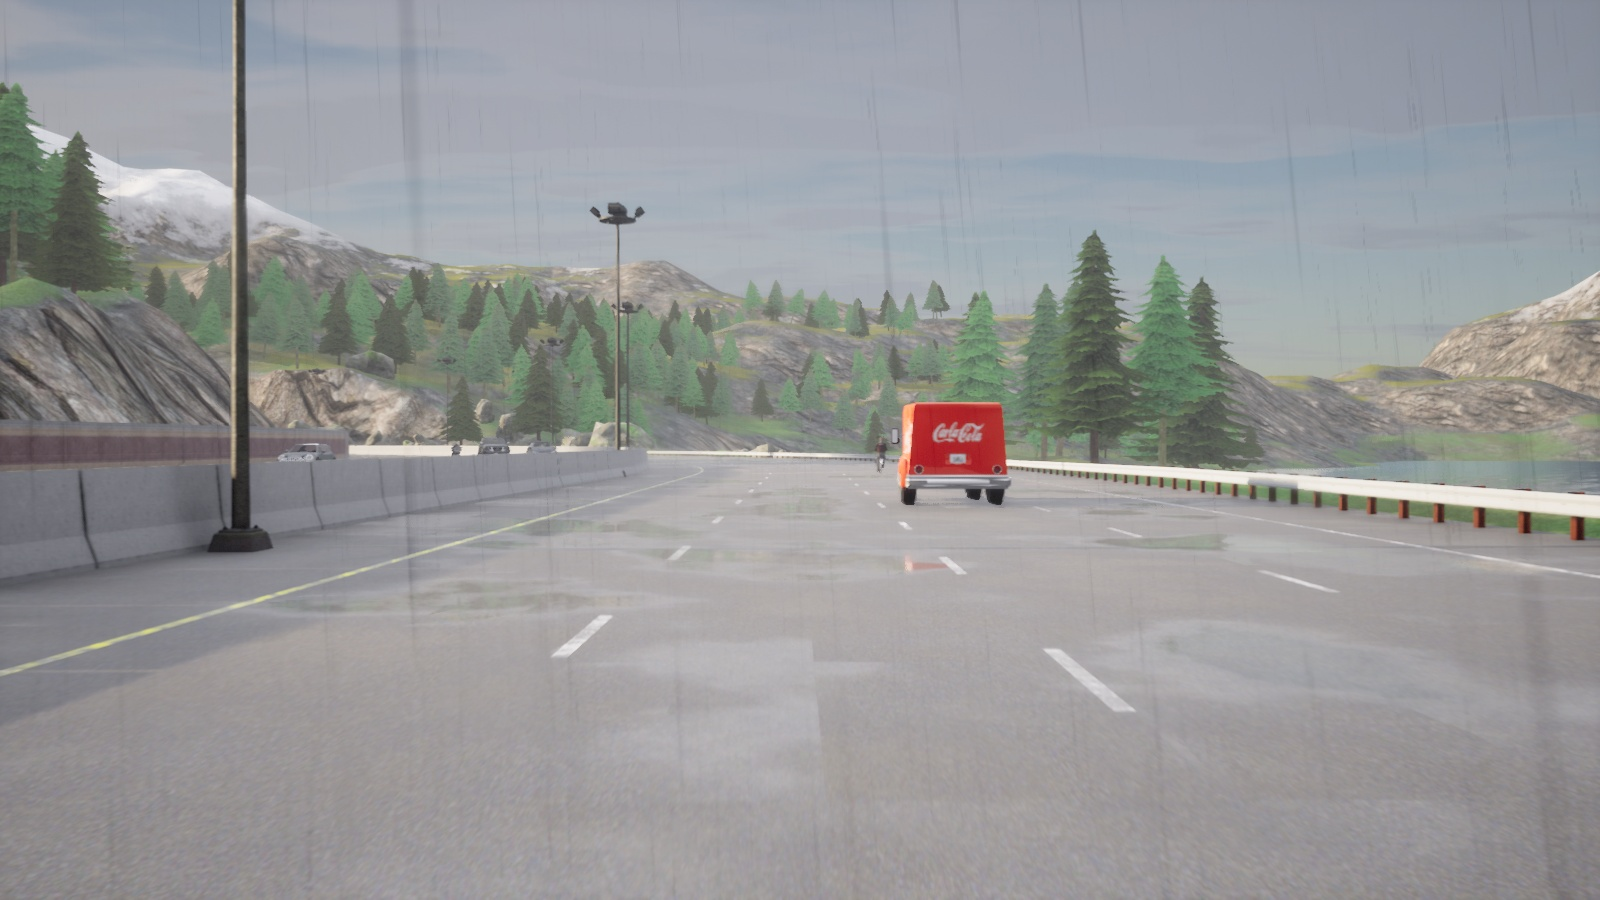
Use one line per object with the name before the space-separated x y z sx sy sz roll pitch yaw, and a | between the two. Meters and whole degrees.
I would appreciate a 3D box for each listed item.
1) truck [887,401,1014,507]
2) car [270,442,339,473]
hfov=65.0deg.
truck | 3.699 0.083 31.937 2.627 2.467 5.204 0 0 0
car | -24.251 0.345 61.593 1.970 1.475 3.806 0 0 -2
